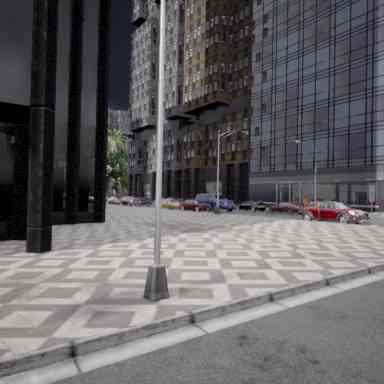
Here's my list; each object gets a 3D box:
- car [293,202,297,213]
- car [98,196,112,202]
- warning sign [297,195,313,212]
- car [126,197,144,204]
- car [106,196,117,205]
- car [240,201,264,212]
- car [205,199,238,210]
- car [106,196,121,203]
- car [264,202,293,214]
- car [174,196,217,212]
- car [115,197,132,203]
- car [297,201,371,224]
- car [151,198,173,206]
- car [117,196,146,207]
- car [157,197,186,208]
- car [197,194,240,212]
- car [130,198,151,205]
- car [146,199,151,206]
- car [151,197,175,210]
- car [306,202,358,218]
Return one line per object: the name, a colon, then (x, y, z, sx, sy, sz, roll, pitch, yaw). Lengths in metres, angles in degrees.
car: (11.061, 1.552, 26.273, 2.033, 1.411, 5.357, 2, -1, -33)
car: (-21.366, 1.757, 81.764, 1.802, 1.307, 4.206, 2, -1, -35)
warning sign: (12.853, 1.340, 37.781, 1.300, 1.860, 1.060, 2, -1, -35)
car: (-11.807, 1.742, 68.364, 1.947, 1.339, 4.313, 2, -1, -35)
car: (-12.378, 1.533, 54.488, 1.802, 1.307, 4.206, 2, -1, -35)
car: (7.310, 1.733, 41.562, 1.947, 1.339, 4.313, 2, -1, -35)
car: (4.026, 1.696, 46.168, 1.752, 1.417, 4.829, 2, -1, -35)
car: (-18.277, 1.701, 77.437, 1.752, 1.417, 4.829, 2, -1, -35)
car: (10.496, 1.746, 37.095, 1.802, 1.307, 4.206, 2, -1, -35)
car: (0.370, 1.486, 36.617, 1.887, 1.381, 4.507, 2, -1, -35)
car: (-14.994, 1.742, 72.831, 1.947, 1.339, 4.313, 2, -1, -35)
car: (9.914, 1.372, 23.242, 1.967, 1.590, 4.097, 2, -1, -37)
car: (-5.435, 1.727, 59.431, 2.008, 1.369, 4.403, 2, -1, -35)
car: (-9.188, 1.390, 50.022, 1.967, 1.590, 4.097, 2, -1, -35)
car: (-3.227, 1.595, 51.655, 2.128, 1.511, 4.902, 2, -1, -35)
car: (2.498, 1.234, 38.236, 2.150, 2.045, 5.566, 2, -1, -35)
car: (-9.322, 1.705, 60.123, 1.895, 1.301, 4.718, 2, -1, -35)
car: (-8.275, 1.571, 53.478, 2.033, 1.411, 5.357, 2, -1, -35)
car: (-2.718, 1.470, 40.947, 1.752, 1.417, 4.829, 2, -1, -35)
car: (13.683, 1.727, 32.629, 1.947, 1.339, 4.313, 2, -1, -35)
